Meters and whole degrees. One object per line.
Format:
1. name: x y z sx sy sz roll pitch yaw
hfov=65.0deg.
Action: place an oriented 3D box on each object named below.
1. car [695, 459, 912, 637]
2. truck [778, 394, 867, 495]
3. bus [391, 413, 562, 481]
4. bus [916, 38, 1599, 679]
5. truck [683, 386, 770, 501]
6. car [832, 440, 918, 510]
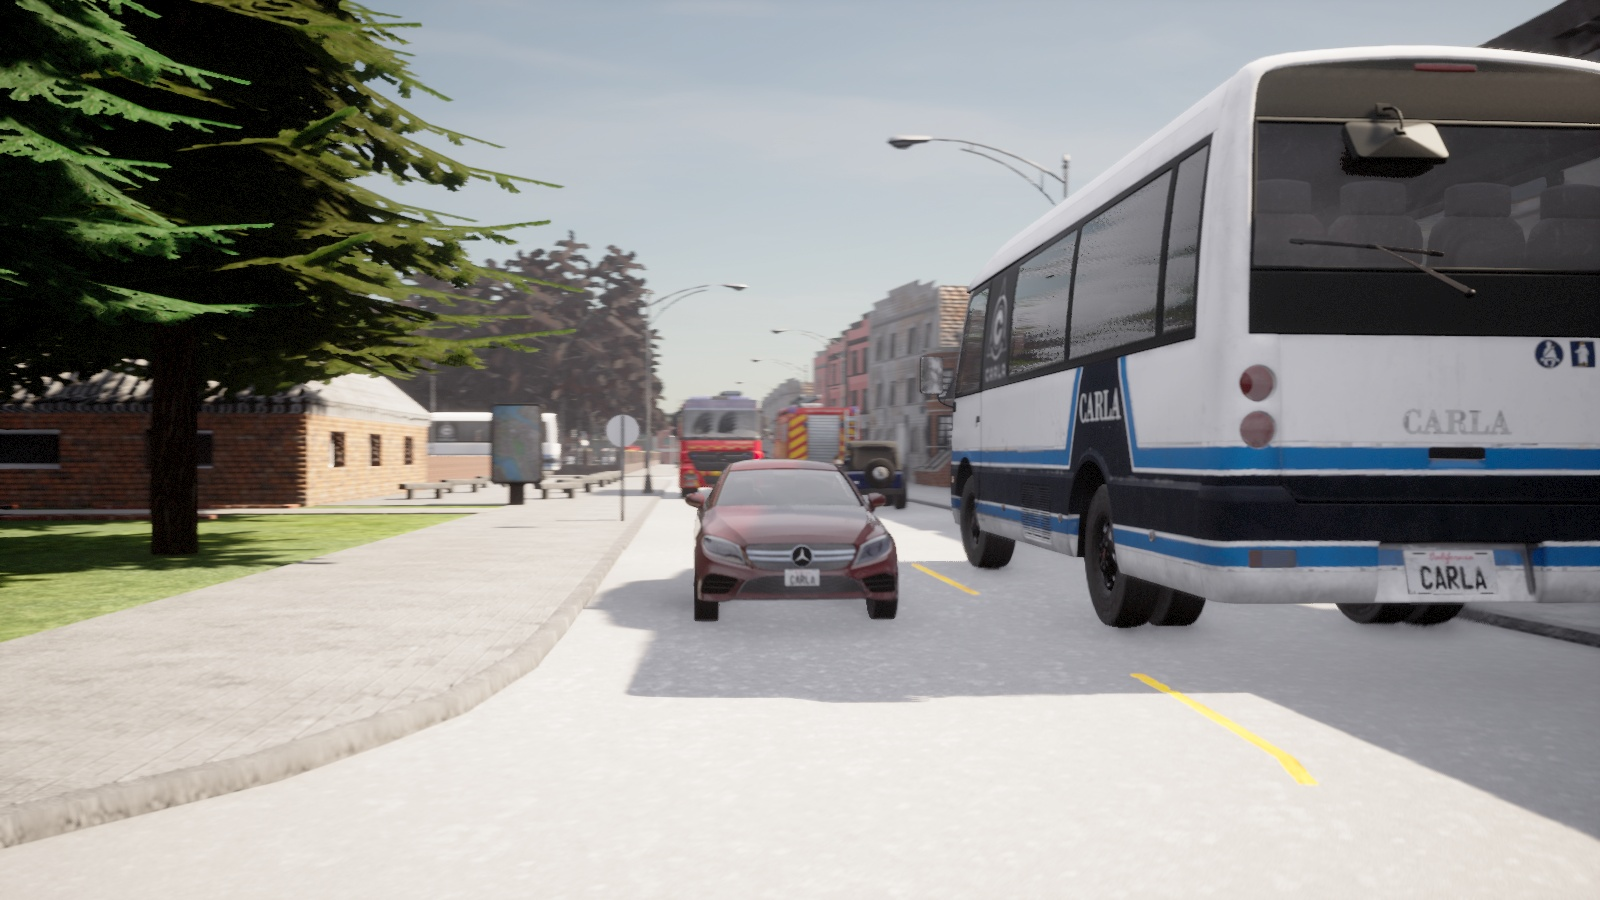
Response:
1. car: -0.148 0.827 12.766 1.812 1.442 4.674 0 0 -4
2. truck: 0.782 -0.192 51.924 2.891 3.827 8.468 0 0 -5
3. bus: -20.850 -0.193 81.639 10.273 4.253 3.944 0 0 -6
4. bus: 3.964 -0.588 13.562 3.944 4.253 10.273 0 0 -3
5. truck: -2.795 -0.203 46.396 2.891 3.827 8.468 0 0 -5
6. car: 2.069 0.690 35.608 1.905 1.878 3.866 0 -1 -4
